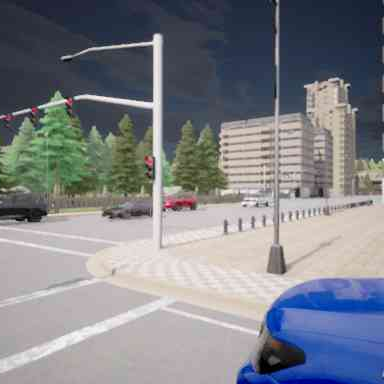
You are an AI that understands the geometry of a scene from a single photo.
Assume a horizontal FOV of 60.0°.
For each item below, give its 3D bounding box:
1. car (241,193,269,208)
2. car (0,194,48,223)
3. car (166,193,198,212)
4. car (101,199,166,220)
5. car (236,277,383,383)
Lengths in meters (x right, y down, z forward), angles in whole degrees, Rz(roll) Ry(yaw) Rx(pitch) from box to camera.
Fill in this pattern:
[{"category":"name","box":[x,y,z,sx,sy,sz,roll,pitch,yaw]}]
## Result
[{"category":"car","box":[9.036,1.175,46.997,2.150,2.045,5.566,0,0,36]},{"category":"car","box":[-12.699,1.164,22.624,2.150,2.045,5.566,0,0,36]},{"category":"car","box":[-1.543,1.164,38.256,2.150,2.045,5.566,0,0,36]},{"category":"car","box":[-4.885,1.499,27.551,2.033,1.411,5.357,0,0,36]},{"category":"car","box":[3.010,1.225,1.817,5.566,2.045,2.150,0,0,36]}]
